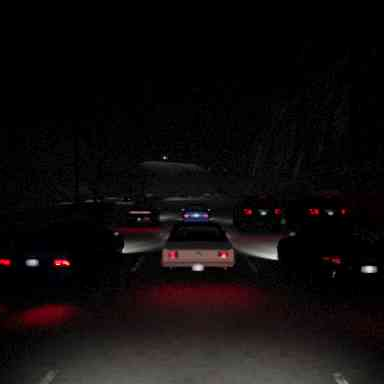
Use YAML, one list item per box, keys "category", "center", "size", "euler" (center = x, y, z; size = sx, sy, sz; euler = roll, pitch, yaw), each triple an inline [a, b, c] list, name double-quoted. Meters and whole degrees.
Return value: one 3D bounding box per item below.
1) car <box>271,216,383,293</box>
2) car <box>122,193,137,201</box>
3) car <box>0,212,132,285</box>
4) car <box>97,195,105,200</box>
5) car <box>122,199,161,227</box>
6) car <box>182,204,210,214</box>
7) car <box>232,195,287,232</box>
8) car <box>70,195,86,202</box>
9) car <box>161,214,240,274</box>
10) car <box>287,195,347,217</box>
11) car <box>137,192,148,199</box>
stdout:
- category: "car"
  center: [3.659, 1.554, 8.830]
  size: [1.994, 1.385, 4.181]
  euler: [0, 0, 1]
- category: "car"
  center: [-13.427, 1.375, 69.846]
  size: [1.837, 1.490, 4.892]
  euler: [0, 0, 1]
- category: "car"
  center: [-3.334, 1.533, 9.498]
  size: [2.033, 1.411, 5.357]
  euler: [0, 0, 1]
- category: "car"
  center: [-23.696, 1.345, 84.547]
  size: [1.895, 1.301, 4.718]
  euler: [0, 1, 1]
- category: "car"
  center: [-3.224, 1.460, 22.694]
  size: [2.128, 1.511, 4.902]
  euler: [0, 0, 0]
- category: "car"
  center: [0.281, 1.517, 23.361]
  size: [2.033, 1.411, 5.357]
  euler: [0, 0, 0]
- category: "car"
  center: [3.747, 1.198, 19.988]
  size: [2.150, 2.045, 5.566]
  euler: [0, 0, 1]
- category: "car"
  center: [-23.926, 1.347, 69.984]
  size: [1.882, 1.535, 5.008]
  euler: [0, 0, 1]
- category: "car"
  center: [0.174, 1.587, 10.473]
  size: [1.895, 1.301, 4.718]
  euler: [0, 0, 1]
- category: "car"
  center: [7.246, 1.200, 19.999]
  size: [2.150, 2.045, 5.566]
  euler: [0, 0, 1]
- category: "car"
  center: [-13.195, 0.980, 84.489]
  size: [2.150, 2.045, 5.566]
  euler: [0, 1, 1]
